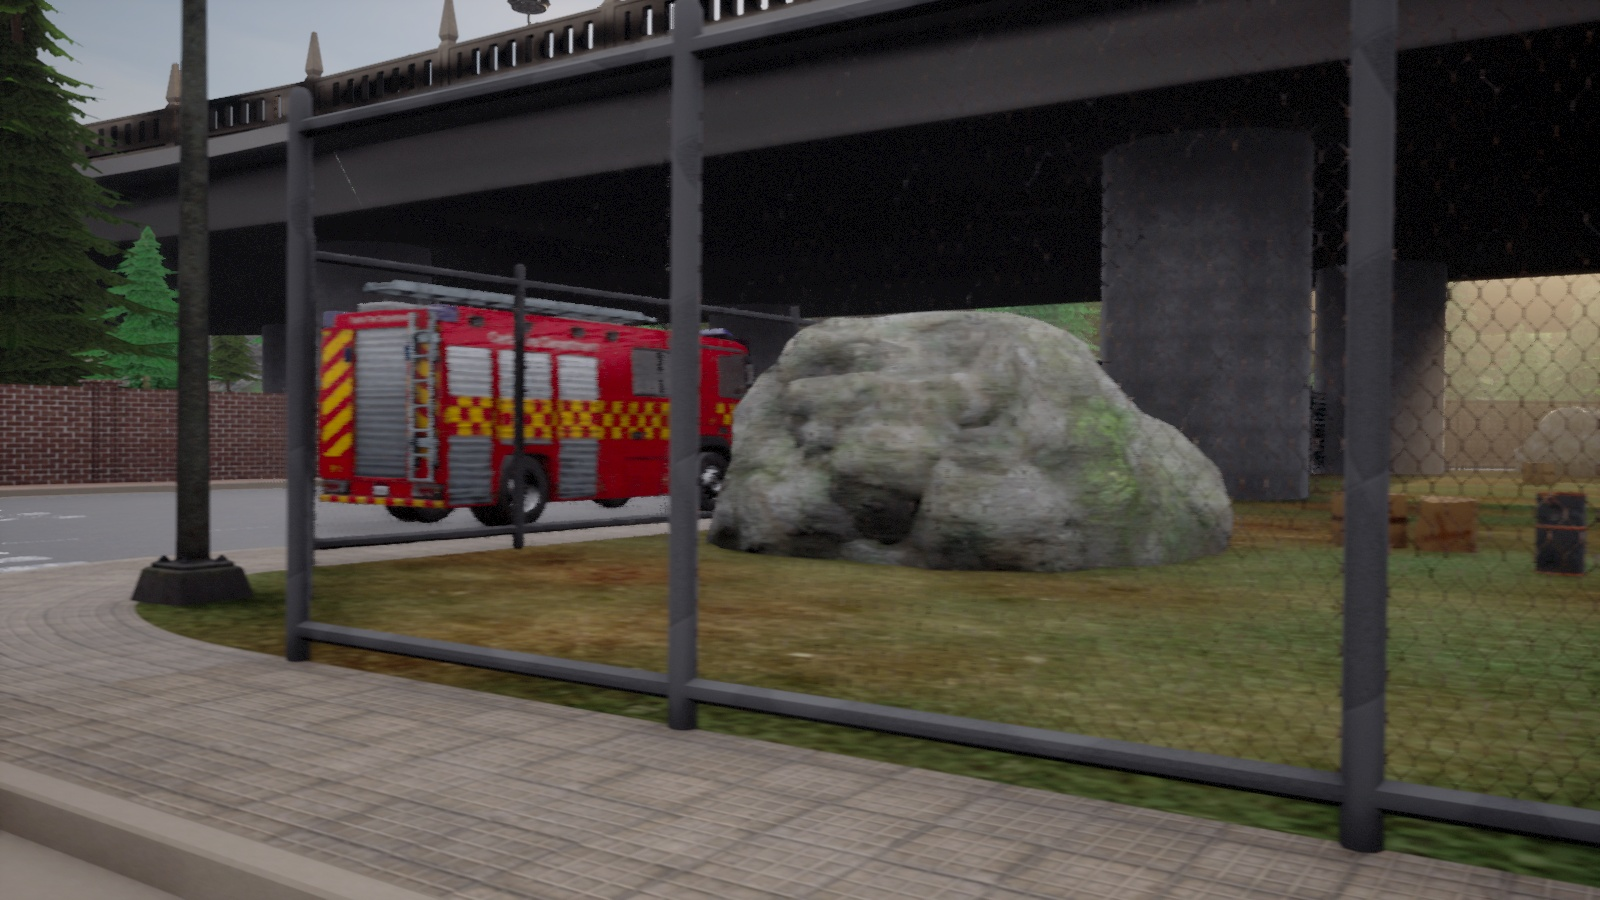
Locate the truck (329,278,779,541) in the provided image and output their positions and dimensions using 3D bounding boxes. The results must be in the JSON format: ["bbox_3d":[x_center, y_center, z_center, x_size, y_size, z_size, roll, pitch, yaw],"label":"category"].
[{"bbox_3d":[-3.927,-0.651,22.643,2.891,3.827,8.468,0,1,32],"label":"truck"}]
